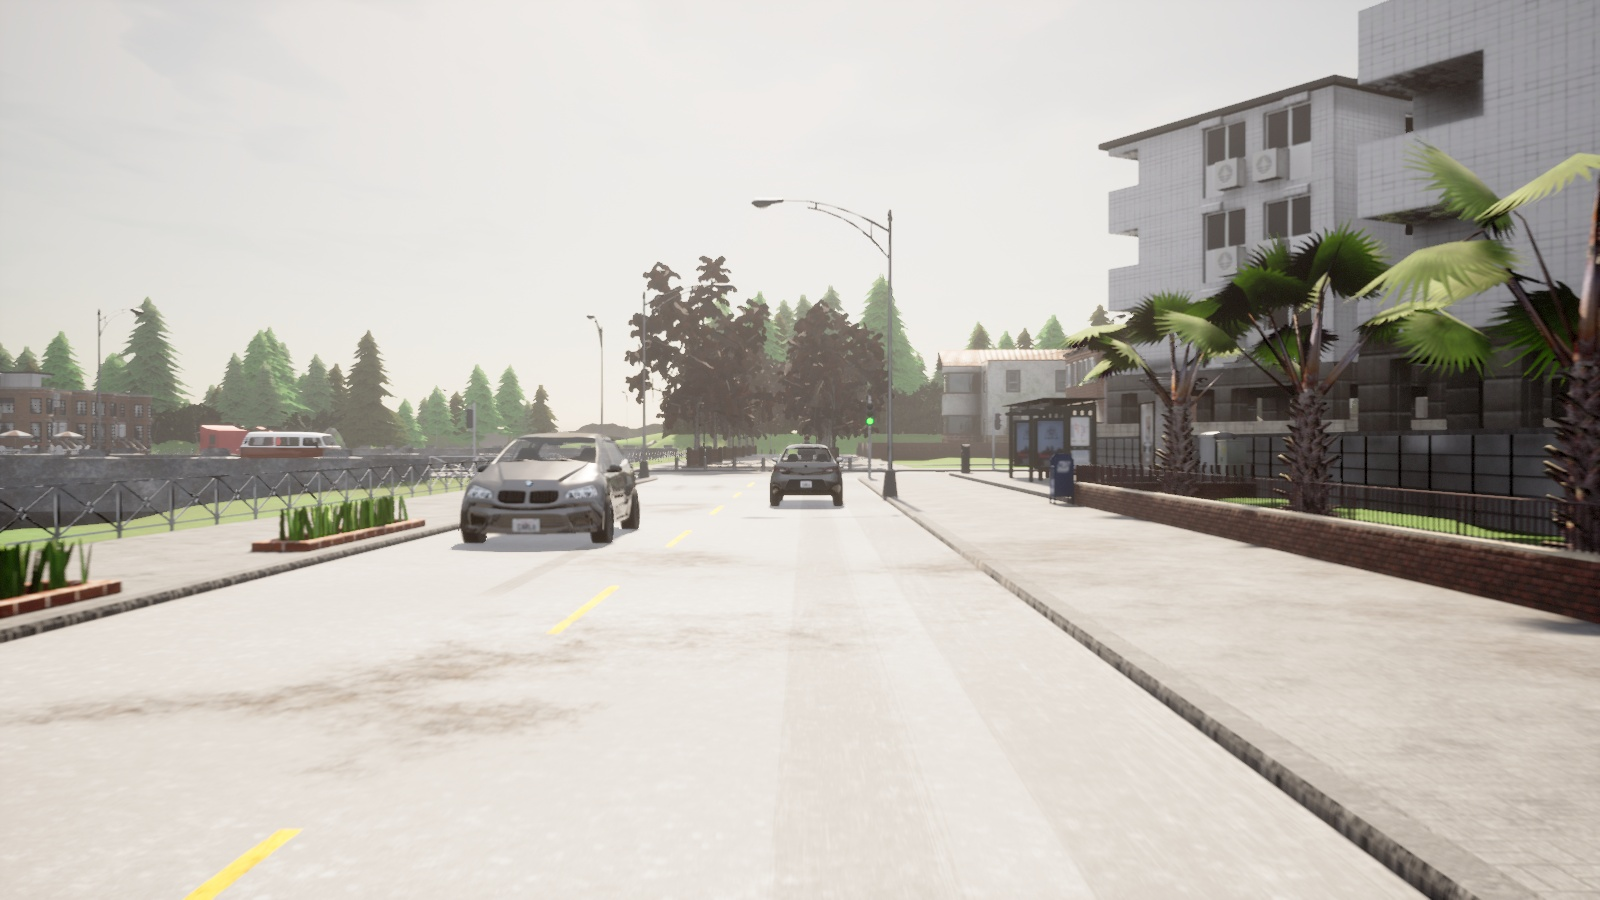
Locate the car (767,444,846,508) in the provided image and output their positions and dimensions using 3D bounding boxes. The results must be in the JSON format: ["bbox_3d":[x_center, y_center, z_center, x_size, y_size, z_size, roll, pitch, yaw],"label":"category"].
[{"bbox_3d":[0.177,0.586,30.896,1.816,1.474,4.193,0,0,1],"label":"car"}]

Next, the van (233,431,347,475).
[{"bbox_3d":[-23.834,0.119,58.801,4.480,2.038,2.069,0,0,0],"label":"van"}]

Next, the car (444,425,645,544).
[{"bbox_3d":[-3.870,0.475,19.929,2.242,1.667,4.611,0,0,0],"label":"car"}]
